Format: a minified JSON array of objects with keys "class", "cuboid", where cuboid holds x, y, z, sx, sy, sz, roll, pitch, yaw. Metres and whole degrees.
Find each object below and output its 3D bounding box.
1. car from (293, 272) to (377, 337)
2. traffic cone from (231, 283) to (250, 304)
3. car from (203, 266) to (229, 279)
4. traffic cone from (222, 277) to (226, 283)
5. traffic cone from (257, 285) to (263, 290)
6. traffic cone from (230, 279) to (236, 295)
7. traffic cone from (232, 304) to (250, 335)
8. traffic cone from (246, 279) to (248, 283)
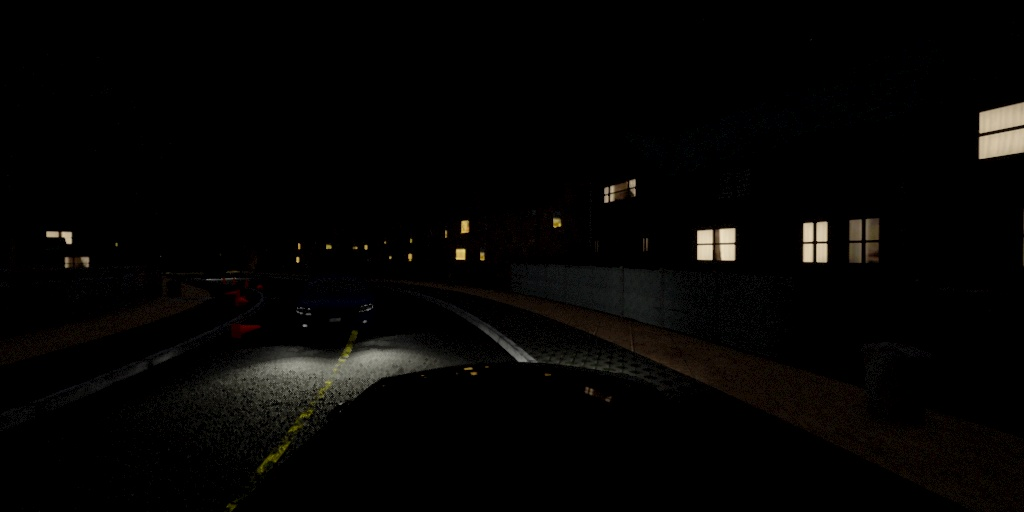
[{"class":"car","cuboid":[-5.220,1.261,10.813,1.882,1.535,5.008,0,0,-24]},{"class":"traffic cone","cuboid":[-10.525,1.465,13.905,0.340,0.580,0.340,0,0,29]},{"class":"car","cuboid":[-37.477,2.063,45.295,4.892,1.490,1.837,-2,-1,41]},{"class":"traffic cone","cuboid":[-27.556,2.240,34.310,0.340,0.580,0.340,0,0,43]},{"class":"traffic cone","cuboid":[-16.604,1.785,23.621,0.340,0.580,0.340,0,0,44]},{"class":"traffic cone","cuboid":[-13.246,1.522,17.367,0.340,0.580,0.340,0,0,-21]},{"class":"traffic cone","cuboid":[-6.820,1.562,8.858,0.340,0.580,0.340,0,0,22]},{"class":"traffic cone","cuboid":[-20.295,2.054,27.433,0.340,0.580,0.340,0,0,43]}]
